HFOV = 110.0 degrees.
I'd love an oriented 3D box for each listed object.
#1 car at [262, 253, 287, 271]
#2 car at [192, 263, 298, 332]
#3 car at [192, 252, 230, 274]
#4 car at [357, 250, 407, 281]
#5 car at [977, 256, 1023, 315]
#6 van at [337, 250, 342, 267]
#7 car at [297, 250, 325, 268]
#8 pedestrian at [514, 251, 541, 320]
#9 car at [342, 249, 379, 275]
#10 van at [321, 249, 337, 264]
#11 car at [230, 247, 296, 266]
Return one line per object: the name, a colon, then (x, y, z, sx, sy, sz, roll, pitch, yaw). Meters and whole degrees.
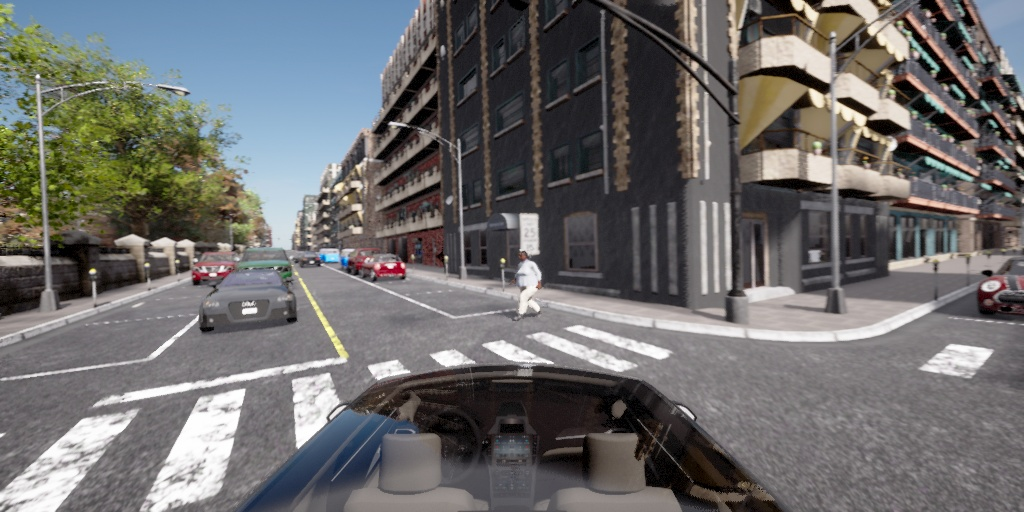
car: (-23.172, 0.500, 35.051, 1.882, 1.535, 5.008, -2, 2, -32)
car: (-7.340, 1.095, 10.233, 1.994, 1.385, 4.181, -2, 2, -33)
car: (-17.899, 0.668, 21.967, 2.192, 1.841, 5.009, 0, 0, -33)
car: (-7.865, 0.596, 21.827, 1.967, 1.591, 4.097, 0, 0, -33)
car: (14.108, 0.728, 9.497, 4.097, 1.591, 1.967, 0, 0, -32)
van: (-13.820, 0.307, 31.129, 1.690, 1.789, 3.998, 0, 0, -33)
car: (-21.400, 0.413, 38.029, 1.812, 1.442, 4.674, -2, 2, -33)
pedestrian: (0.397, 0.704, 9.195, 0.375, 1.860, 0.375, -1, 1, -33)
car: (-10.842, 0.376, 26.478, 2.192, 1.841, 5.009, 0, 0, -33)
van: (-22.754, 0.021, 45.084, 1.690, 1.789, 3.998, 0, 0, -33)
car: (-12.348, 0.593, 18.032, 2.150, 2.045, 5.566, -2, 2, -33)
